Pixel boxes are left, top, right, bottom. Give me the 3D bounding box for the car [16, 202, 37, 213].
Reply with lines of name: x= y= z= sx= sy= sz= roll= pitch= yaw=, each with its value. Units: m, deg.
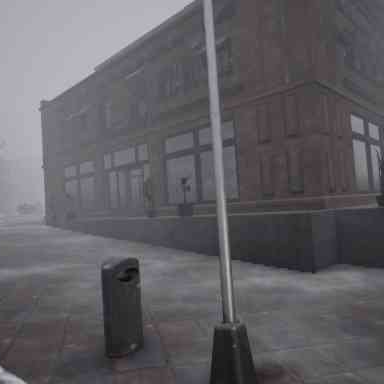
car: x=-24.202 y=2.229 z=48.640 sx=1.837 sy=1.490 sz=4.892 roll=1 pitch=-3 yaw=-42
